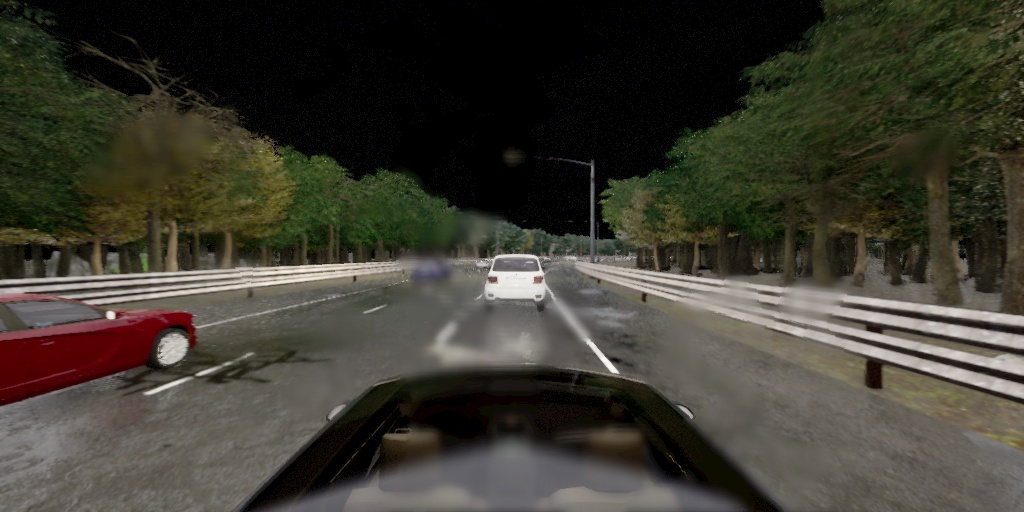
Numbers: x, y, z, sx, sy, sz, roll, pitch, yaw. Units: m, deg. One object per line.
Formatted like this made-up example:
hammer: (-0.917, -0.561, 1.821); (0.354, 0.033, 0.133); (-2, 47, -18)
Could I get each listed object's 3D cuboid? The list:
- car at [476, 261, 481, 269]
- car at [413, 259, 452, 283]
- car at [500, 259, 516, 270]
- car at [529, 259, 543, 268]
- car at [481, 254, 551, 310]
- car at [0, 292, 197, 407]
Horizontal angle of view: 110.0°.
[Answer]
car: (-3.991, 1.297, 53.435); (1.895, 1.301, 4.718); (0, 0, 7)
car: (-6.123, 1.069, 28.093); (2.097, 1.767, 4.553); (0, 0, 4)
car: (-0.519, 1.232, 51.969); (1.812, 1.442, 4.674); (0, 0, 7)
car: (4.096, 1.251, 61.218); (2.033, 1.411, 5.357); (0, 0, 8)
car: (0.208, 0.962, 14.691); (2.150, 2.045, 5.566); (0, 0, 2)
car: (-6.910, 1.212, 4.707); (1.882, 1.535, 5.008); (0, 0, 1)
